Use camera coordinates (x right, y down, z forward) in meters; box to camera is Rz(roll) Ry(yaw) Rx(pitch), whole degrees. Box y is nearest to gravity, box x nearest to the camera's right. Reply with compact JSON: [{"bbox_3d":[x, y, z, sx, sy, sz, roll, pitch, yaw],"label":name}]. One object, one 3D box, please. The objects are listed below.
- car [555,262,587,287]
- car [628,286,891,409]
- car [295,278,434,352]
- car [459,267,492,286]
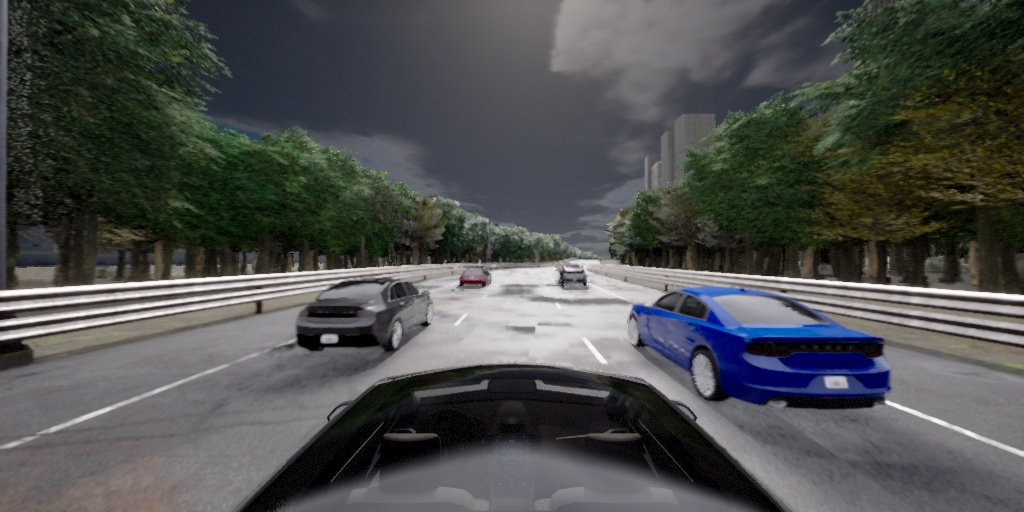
[{"bbox_3d":[4.371,1.424,26.558,2.128,1.511,4.902,0,0,3],"label":"car"},{"bbox_3d":[3.647,1.275,6.485,1.882,1.535,5.008,0,0,1],"label":"car"},{"bbox_3d":[-3.313,1.290,9.004,1.837,1.490,4.892,0,0,1],"label":"car"},{"bbox_3d":[-2.630,1.472,26.711,1.994,1.385,4.181,0,0,3],"label":"car"}]
